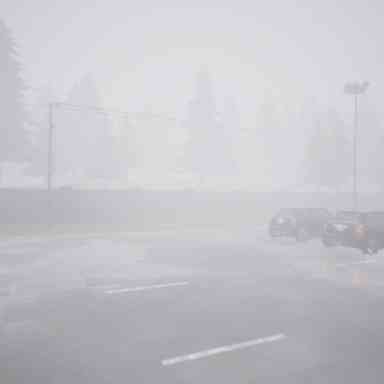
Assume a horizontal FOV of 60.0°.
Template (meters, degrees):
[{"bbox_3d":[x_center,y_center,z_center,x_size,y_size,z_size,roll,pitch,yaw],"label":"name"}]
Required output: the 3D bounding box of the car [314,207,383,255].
[{"bbox_3d":[7.771,1.525,14.121,4.553,1.767,2.097,1,0,-26],"label":"car"}]

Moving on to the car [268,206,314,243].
[{"bbox_3d":[6.239,1.532,17.270,4.553,1.767,2.097,1,0,-26],"label":"car"}]
